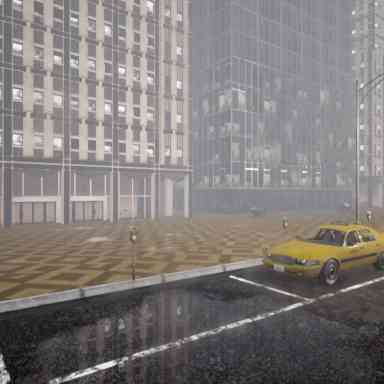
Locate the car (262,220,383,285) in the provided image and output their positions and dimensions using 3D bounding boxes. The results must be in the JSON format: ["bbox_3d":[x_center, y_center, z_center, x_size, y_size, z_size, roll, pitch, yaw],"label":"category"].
[{"bbox_3d":[4.068,1.526,9.479,4.829,1.417,1.752,0,0,-36],"label":"car"}]
